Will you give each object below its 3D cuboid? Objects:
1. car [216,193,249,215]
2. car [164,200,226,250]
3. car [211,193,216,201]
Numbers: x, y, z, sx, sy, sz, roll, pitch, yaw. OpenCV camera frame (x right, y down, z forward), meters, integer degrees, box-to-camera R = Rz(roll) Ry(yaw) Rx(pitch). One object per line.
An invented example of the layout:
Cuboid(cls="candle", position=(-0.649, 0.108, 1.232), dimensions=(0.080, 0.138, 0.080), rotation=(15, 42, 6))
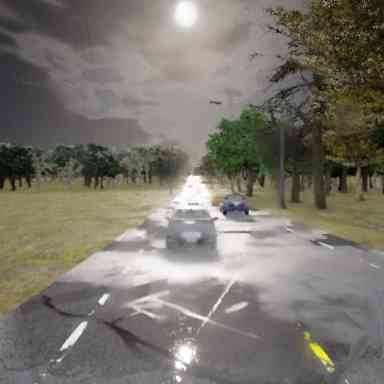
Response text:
Cuboid(cls="car", position=(3.537, 0.949, 28.579), dimensions=(2.097, 1.767, 4.553), rotation=(0, 1, 0))
Cuboid(cls="car", position=(-0.022, 1.305, 13.464), dimensions=(2.128, 1.511, 4.902), rotation=(0, 1, 0))
Cuboid(cls="car", position=(3.502, 0.826, 43.124), dimensions=(1.882, 1.535, 5.008), rotation=(0, 1, 0))
